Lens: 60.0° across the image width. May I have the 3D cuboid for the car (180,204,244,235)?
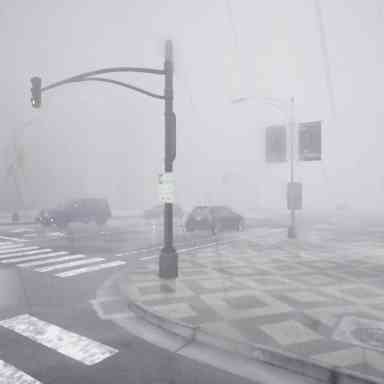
[{"bbox_3d":[1.606,1.654,21.544,2.097,1.767,4.553,0,-1,35],"label":"car"}]

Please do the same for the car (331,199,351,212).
[{"bbox_3d":[24.580,2.382,54.078,2.128,1.511,4.902,0,-1,35],"label":"car"}]

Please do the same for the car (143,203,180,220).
[{"bbox_3d":[-2.738,1.890,32.633,1.837,1.490,4.892,0,-1,36],"label":"car"}]

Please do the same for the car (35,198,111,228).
[{"bbox_3d":[-8.512,1.461,24.466,2.150,2.045,5.566,0,-1,35],"label":"car"}]

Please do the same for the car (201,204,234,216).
[{"bbox_3d":[3.190,2.135,41.014,1.895,1.301,4.718,0,-1,35],"label":"car"}]
